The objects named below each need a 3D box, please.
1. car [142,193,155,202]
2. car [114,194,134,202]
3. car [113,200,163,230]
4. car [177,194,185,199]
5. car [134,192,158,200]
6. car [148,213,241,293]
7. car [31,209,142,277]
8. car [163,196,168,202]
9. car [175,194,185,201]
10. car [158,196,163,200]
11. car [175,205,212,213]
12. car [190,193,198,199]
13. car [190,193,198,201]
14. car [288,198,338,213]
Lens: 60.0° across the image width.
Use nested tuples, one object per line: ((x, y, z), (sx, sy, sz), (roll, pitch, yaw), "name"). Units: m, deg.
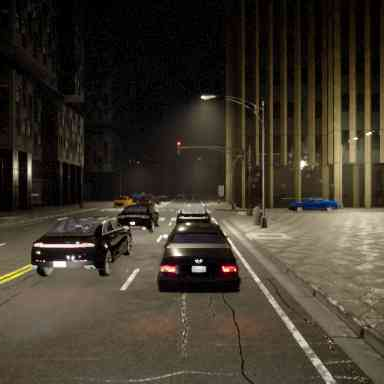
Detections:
((-9.380, 1.173, 71.788), (2.097, 1.767, 4.553), (0, 0, 0), "car")
((-9.608, 1.393, 46.546), (1.882, 1.535, 5.008), (0, 0, 0), "car")
((-3.052, 1.459, 19.631), (1.882, 1.535, 5.008), (0, 0, 0), "car")
((-2.795, 1.184, 87.594), (1.895, 1.301, 4.718), (0, 0, 0), "car")
((-6.332, 1.269, 45.991), (2.097, 1.767, 4.553), (0, 0, -1), "car")
((0.145, 1.544, 8.980), (2.033, 1.411, 5.357), (0, 0, 0), "car")
((-3.099, 1.486, 10.255), (2.128, 1.511, 4.902), (0, 0, 0), "car")
((-6.145, 1.429, 69.091), (1.895, 1.301, 4.718), (0, 0, 0), "car")
((-2.850, 1.313, 77.142), (2.128, 1.511, 4.902), (0, 0, 0), "car")
((-6.311, 1.448, 54.930), (1.994, 1.385, 4.181), (0, 0, 0), "car")
((0.095, 1.475, 18.724), (2.128, 1.511, 4.902), (0, 0, 0), "car")
((0.454, 1.114, 87.546), (2.128, 1.511, 4.902), (0, 0, 0), "car")
((0.400, 1.288, 77.124), (1.837, 1.490, 4.892), (0, 0, 0), "car")
((12.715, 1.368, 35.075), (5.008, 1.535, 1.882), (0, 0, 1), "car")
